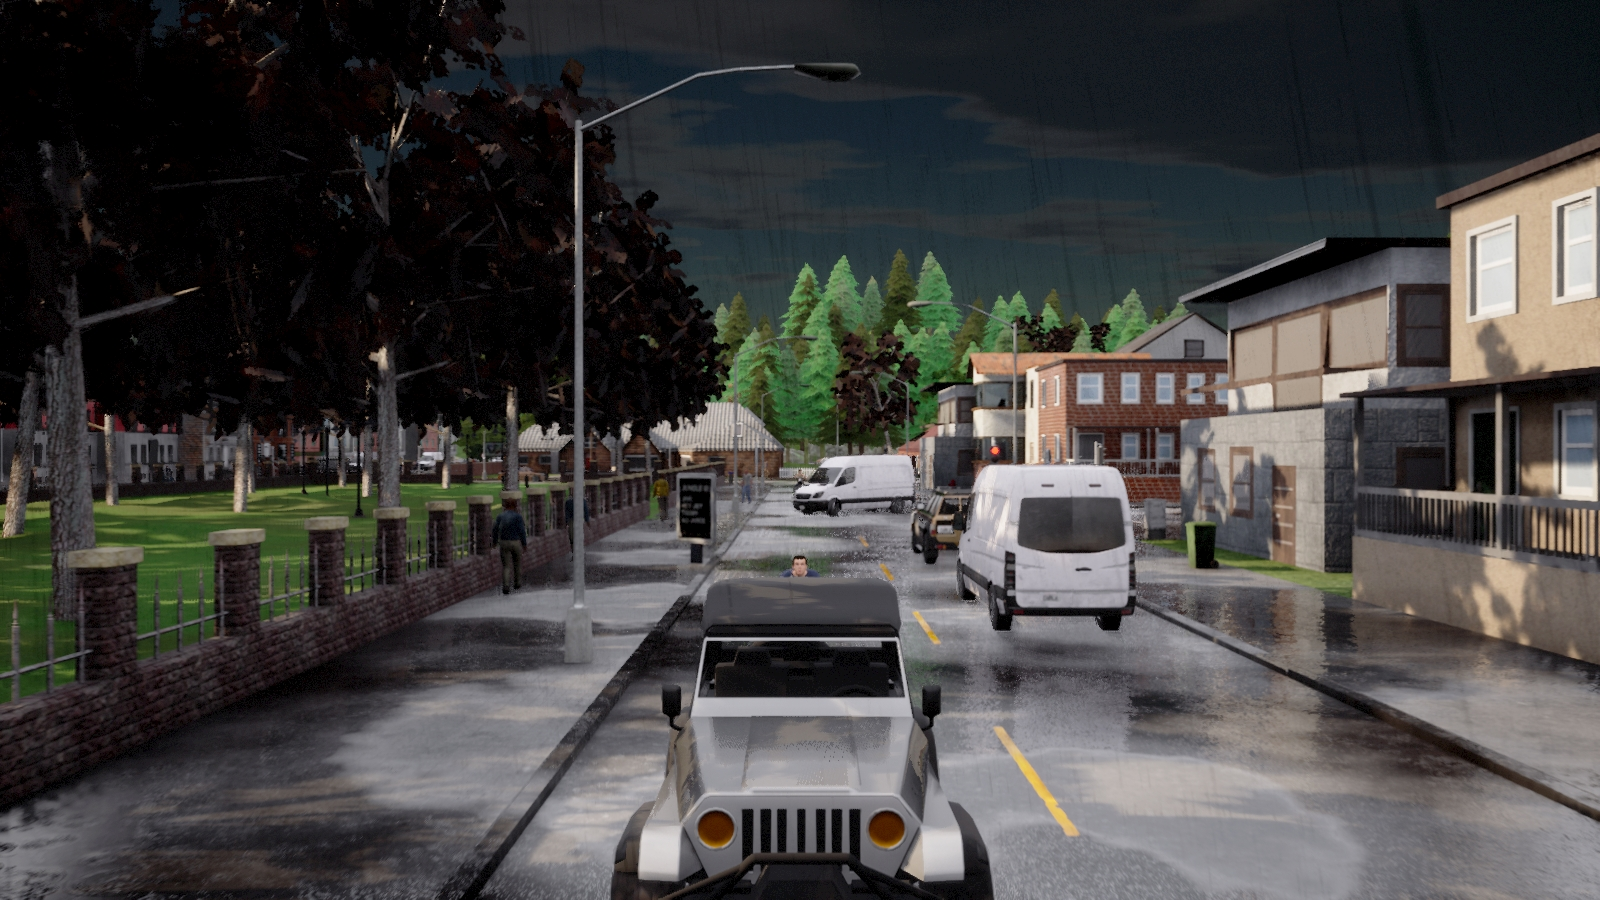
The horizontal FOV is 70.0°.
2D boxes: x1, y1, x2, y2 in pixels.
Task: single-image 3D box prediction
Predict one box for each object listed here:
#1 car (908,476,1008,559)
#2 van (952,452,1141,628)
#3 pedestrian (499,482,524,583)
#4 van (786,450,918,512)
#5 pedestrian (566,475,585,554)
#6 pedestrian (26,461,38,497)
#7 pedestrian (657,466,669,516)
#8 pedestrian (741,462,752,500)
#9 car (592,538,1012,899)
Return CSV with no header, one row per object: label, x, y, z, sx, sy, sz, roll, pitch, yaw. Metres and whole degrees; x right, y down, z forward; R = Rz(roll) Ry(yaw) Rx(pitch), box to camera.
car,3.944,1.643,29.310,1.932,1.855,4.605,0,0,0
van,3.972,1.314,19.555,1.988,2.561,5.915,0,0,0
pedestrian,-5.369,1.525,21.247,0.375,1.860,0.375,0,0,0
van,2.332,1.314,49.770,5.915,2.561,1.988,0,-1,-39
pedestrian,-5.327,1.525,27.111,0.375,1.860,0.375,0,0,3
pedestrian,-40.494,1.525,60.272,0.375,1.860,0.375,0,0,0
pedestrian,-5.154,1.525,42.952,0.375,1.860,0.375,0,0,3
pedestrian,-2.646,1.525,56.581,0.375,1.860,0.375,0,0,24
car,0.013,1.637,7.108,1.905,1.878,3.866,0,0,0
